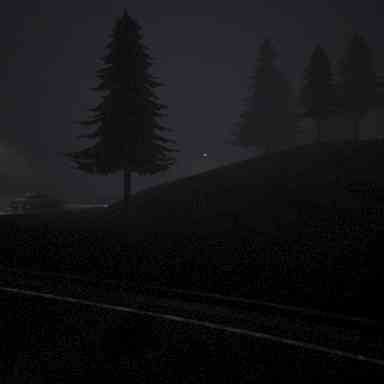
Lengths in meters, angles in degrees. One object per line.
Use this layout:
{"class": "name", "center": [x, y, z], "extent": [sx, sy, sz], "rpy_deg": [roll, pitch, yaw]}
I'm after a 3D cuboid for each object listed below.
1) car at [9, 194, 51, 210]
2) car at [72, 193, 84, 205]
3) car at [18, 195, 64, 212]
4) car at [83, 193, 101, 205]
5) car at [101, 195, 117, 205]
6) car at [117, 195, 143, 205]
{"class": "car", "center": [-20.078, 1.222, 41.843], "extent": [2.150, 2.045, 5.566], "rpy_deg": [0, 0, 22]}
{"class": "car", "center": [-19.652, 1.212, 61.400], "extent": [2.150, 2.045, 5.566], "rpy_deg": [0, 0, 22]}
{"class": "car", "center": [-17.339, 1.492, 39.272], "extent": [2.128, 1.511, 4.902], "rpy_deg": [0, 0, 22]}
{"class": "car", "center": [-16.629, 1.351, 59.561], "extent": [2.097, 1.767, 4.553], "rpy_deg": [0, 0, 22]}
{"class": "car", "center": [-13.183, 1.547, 58.728], "extent": [2.033, 1.411, 5.357], "rpy_deg": [0, 0, 22]}
{"class": "car", "center": [-10.202, 1.351, 56.787], "extent": [2.097, 1.767, 4.553], "rpy_deg": [0, 0, 22]}
